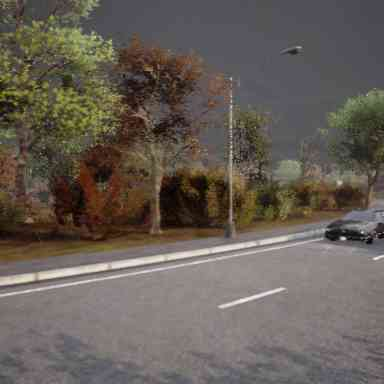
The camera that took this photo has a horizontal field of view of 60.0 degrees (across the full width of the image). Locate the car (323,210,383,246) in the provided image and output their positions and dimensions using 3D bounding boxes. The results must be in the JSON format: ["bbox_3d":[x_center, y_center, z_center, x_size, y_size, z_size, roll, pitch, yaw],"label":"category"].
[{"bbox_3d":[8.216,1.559,15.751,5.357,1.411,2.033,0,0,-44],"label":"car"}]
